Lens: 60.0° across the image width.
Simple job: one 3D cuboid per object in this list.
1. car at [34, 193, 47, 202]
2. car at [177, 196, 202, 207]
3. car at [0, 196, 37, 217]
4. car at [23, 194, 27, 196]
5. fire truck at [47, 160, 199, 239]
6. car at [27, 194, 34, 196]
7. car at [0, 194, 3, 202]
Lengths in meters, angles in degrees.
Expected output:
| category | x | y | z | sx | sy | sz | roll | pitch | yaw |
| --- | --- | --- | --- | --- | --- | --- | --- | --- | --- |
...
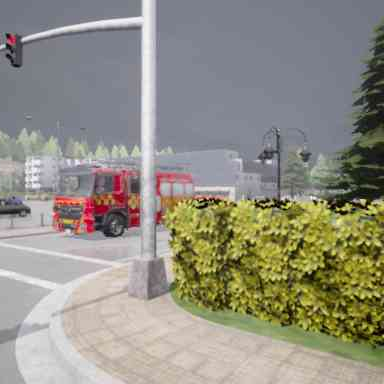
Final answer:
| category | x | y | z | sx | sy | sz | roll | pitch | yaw |
| --- | --- | --- | --- | --- | --- | --- | --- | --- | --- |
| car | -28.472 | 1.058 | 67.182 | 2.152 | 1.636 | 5.027 | 0 | 0 | 35 |
| car | -0.269 | 1.331 | 47.688 | 1.845 | 1.501 | 3.633 | 0 | 0 | 35 |
| car | -15.234 | 1.297 | 26.386 | 2.007 | 1.523 | 4.514 | 0 | 0 | 35 |
| car | -23.107 | 1.254 | 41.238 | 1.845 | 1.501 | 3.633 | 0 | 0 | 35 |
| fire truck | -3.284 | 0.322 | 18.712 | 2.891 | 3.827 | 8.468 | 0 | 0 | 35 |
| car | -33.908 | 1.127 | 70.608 | 1.970 | 1.475 | 3.806 | 0 | 0 | 35 |
| car | -40.958 | 1.187 | 66.948 | 2.007 | 1.523 | 4.514 | 0 | 0 | 35 |
